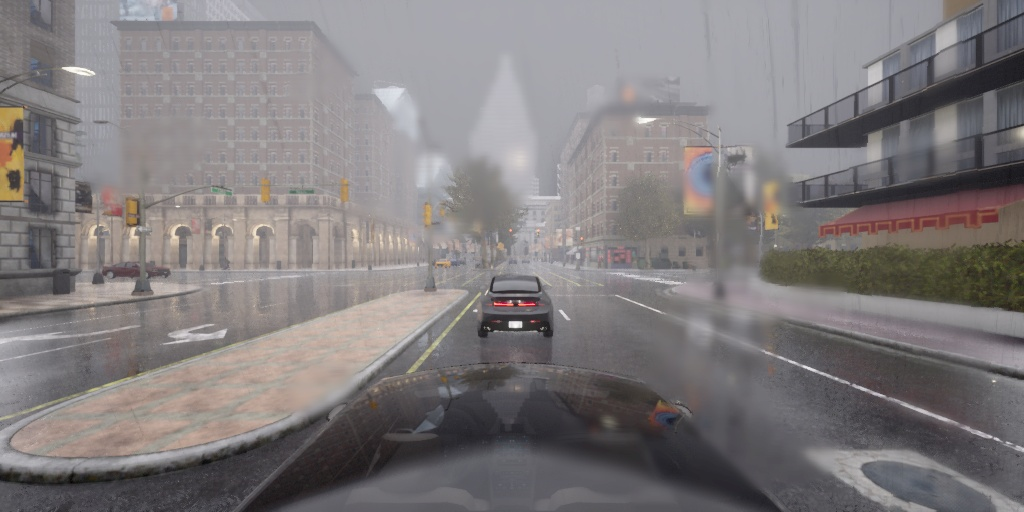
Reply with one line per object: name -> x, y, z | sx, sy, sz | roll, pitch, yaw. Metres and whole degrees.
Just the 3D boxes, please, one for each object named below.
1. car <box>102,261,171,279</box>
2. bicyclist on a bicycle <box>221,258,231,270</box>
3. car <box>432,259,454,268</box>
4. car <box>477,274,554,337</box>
car -> -33.648, 1.228, 32.230 | 5.008, 1.535, 1.882 | 0, 0, 0
bicyclist on a bicycle -> -37.195, 1.050, 46.688 | 0.582, 1.620, 1.656 | 0, 0, 0
car -> -11.440, 1.228, 59.601 | 1.882, 1.535, 5.008 | 0, 0, 0
car -> 0.097, 1.255, 10.269 | 1.837, 1.490, 4.892 | 0, 0, 0
